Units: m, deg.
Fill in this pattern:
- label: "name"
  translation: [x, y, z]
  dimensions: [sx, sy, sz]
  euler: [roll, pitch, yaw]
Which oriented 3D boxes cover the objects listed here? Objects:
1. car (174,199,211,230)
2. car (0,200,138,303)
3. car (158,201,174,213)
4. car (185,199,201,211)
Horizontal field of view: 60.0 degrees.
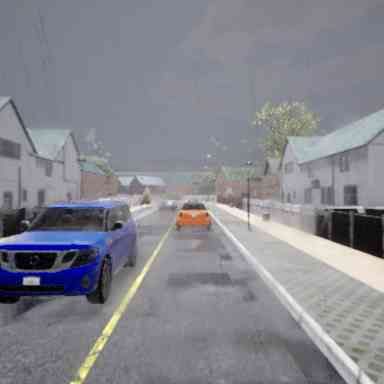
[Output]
- label: "car"
  translation: [0.116, 1.417, 21.697]
  dimensions: [2.097, 1.767, 4.553]
  euler: [0, 0, 0]
- label: "car"
  translation: [-2.822, 1.252, 8.641]
  dimensions: [2.150, 2.045, 5.566]
  euler: [0, -1, 0]
- label: "car"
  translation: [-2.813, 1.710, 38.534]
  dimensions: [1.895, 1.301, 4.718]
  euler: [0, 0, 0]
- label: "car"
  translation: [0.131, 1.667, 43.183]
  dimensions: [2.033, 1.411, 5.357]
  euler: [0, 0, 0]
